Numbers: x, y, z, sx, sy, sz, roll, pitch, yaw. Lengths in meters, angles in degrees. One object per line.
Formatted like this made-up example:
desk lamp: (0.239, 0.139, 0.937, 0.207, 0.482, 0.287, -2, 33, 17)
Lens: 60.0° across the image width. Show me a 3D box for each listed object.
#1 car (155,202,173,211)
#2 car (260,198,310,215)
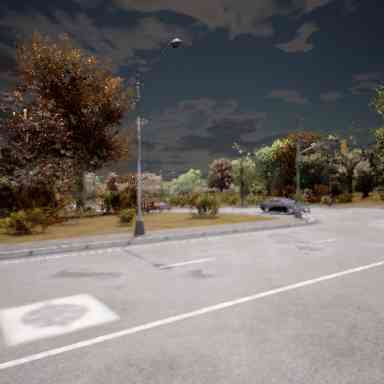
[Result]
car: (-4.741, 2.289, 51.234, 1.812, 1.442, 4.674, -1, -2, -32)
car: (8.379, 1.292, 30.305, 2.128, 1.511, 4.902, -1, 0, -32)
